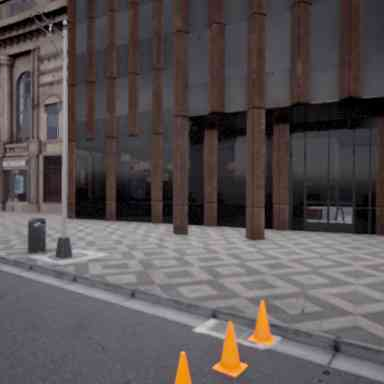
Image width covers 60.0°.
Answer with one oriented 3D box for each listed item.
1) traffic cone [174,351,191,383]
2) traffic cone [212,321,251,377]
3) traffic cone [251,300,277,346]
[{"bbox_3d":[-0.096,1.946,3.428,0.340,0.580,0.340,0,0,36],"label":"traffic cone"},{"bbox_3d":[0.485,1.946,4.241,0.340,0.580,0.340,0,0,36],"label":"traffic cone"},{"bbox_3d":[1.067,1.946,5.055,0.340,0.580,0.340,0,0,36],"label":"traffic cone"}]
